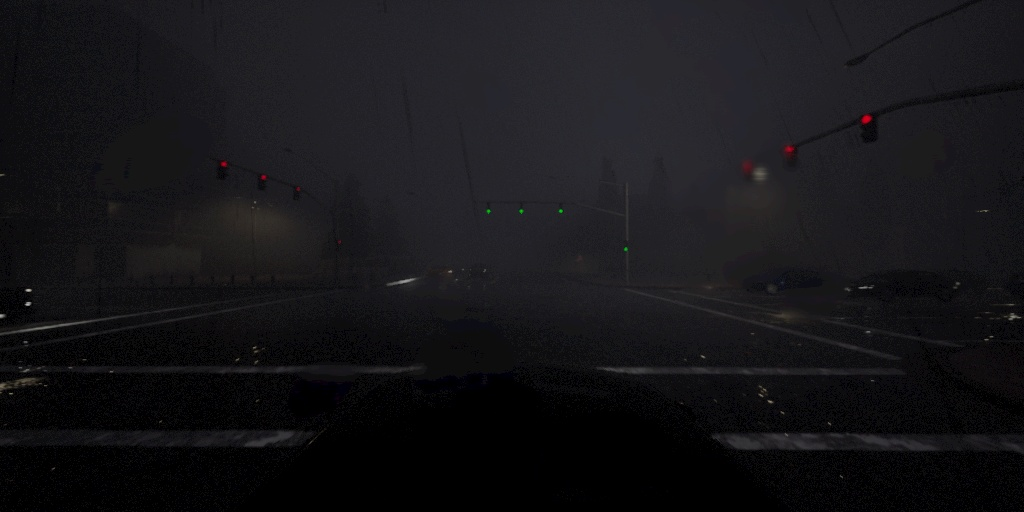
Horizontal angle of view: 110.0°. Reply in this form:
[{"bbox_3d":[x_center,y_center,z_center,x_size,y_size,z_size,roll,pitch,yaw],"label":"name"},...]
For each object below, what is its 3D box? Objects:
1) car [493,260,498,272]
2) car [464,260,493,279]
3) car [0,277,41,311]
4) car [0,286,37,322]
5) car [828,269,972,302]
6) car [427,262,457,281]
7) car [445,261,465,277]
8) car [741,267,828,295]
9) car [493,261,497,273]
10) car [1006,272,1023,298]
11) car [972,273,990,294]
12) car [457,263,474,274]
[{"bbox_3d":[-3.390,1.636,57.843,2.150,2.045,5.566,0,-1,0],"label":"car"},{"bbox_3d":[-3.513,1.536,38.291,2.097,1.767,4.553,0,-1,0],"label":"car"},{"bbox_3d":[-22.532,1.521,14.416,4.718,1.301,1.895,0,-1,0],"label":"car"},{"bbox_3d":[-17.984,1.421,10.855,5.357,1.411,2.033,0,-1,2],"label":"car"},{"bbox_3d":[18.993,1.426,17.703,4.892,1.490,1.837,0,-1,-1],"label":"car"},{"bbox_3d":[-7.025,1.630,35.362,1.882,1.535,5.008,0,-1,0],"label":"car"},{"bbox_3d":[-6.994,1.755,44.787,2.128,1.511,4.902,0,-1,0],"label":"car"},{"bbox_3d":[16.238,1.442,21.148,5.008,1.535,1.882,0,-1,-1],"label":"car"},{"bbox_3d":[-3.482,1.782,47.333,2.128,1.511,4.902,0,-1,0],"label":"car"},{"bbox_3d":[28.503,1.139,18.104,5.566,2.045,2.150,0,-1,-7],"label":"car"},{"bbox_3d":[25.570,1.485,21.394,4.674,1.442,1.812,0,-1,-3],"label":"car"},{"bbox_3d":[-6.929,1.879,54.174,1.837,1.490,4.892,0,-1,1],"label":"car"}]
